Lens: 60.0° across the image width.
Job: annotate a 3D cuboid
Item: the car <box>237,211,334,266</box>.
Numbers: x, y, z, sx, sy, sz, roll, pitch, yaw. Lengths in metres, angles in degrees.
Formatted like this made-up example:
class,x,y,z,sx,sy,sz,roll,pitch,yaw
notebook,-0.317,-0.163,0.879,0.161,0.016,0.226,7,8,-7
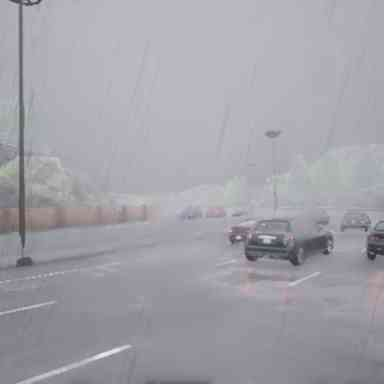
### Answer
class,x,y,z,sx,sy,sz,roll,pitch,yaw
car,4.082,1.781,13.572,2.097,1.767,4.553,-3,-2,41

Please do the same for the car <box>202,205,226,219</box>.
class,x,y,z,sx,sy,sz,roll,pitch,yaw
car,3.589,2.994,48.593,2.150,2.045,5.566,-2,-2,16

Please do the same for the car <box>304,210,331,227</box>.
class,x,y,z,sx,sy,sz,roll,pitch,yaw
car,12.127,2.482,32.046,1.994,1.385,4.181,-3,-2,26

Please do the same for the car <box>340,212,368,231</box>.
class,x,y,z,sx,sy,sz,roll,pitch,yaw
car,12.476,2.199,25.274,2.033,1.411,5.357,-3,-2,30

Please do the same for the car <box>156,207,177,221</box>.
class,x,y,z,sx,sy,sz,roll,pitch,yaw
car,-3.461,3.211,49.425,2.150,2.045,5.566,-2,-2,17

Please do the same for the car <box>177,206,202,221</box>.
class,x,y,z,sx,sy,sz,roll,pitch,yaw
car,0.049,3.100,48.951,2.150,2.045,5.566,-2,-2,17

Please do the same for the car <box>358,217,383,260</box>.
class,x,y,z,sx,sy,sz,roll,pitch,yaw
car,8.252,1.802,13.091,1.837,1.490,4.892,-3,-3,39

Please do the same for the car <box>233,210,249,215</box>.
class,x,y,z,sx,sy,sz,roll,pitch,yaw
car,7.224,3.283,48.703,1.895,1.301,4.718,-2,-2,16

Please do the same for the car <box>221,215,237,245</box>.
class,x,y,z,sx,sy,sz,roll,pitch,yaw
car,3.770,2.154,18.668,1.812,1.442,4.674,-3,-3,38
